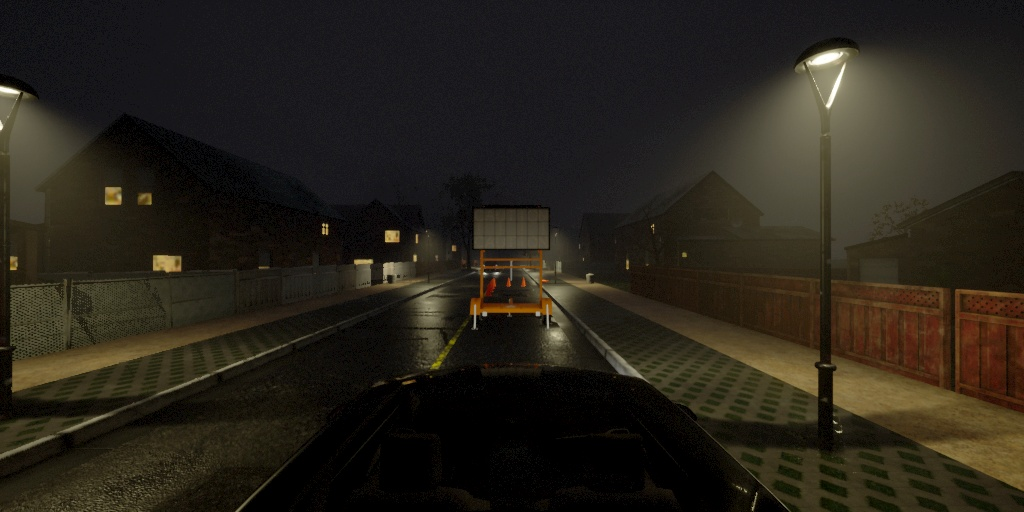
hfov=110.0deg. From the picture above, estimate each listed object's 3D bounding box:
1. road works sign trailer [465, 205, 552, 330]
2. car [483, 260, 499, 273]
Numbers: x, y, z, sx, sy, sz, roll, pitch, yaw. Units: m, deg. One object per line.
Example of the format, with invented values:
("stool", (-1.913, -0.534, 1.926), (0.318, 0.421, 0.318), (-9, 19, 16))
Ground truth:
("road works sign trailer", (-0.021, 0.221, 11.192), (2.380, 3.560, 2.880), (0, 0, 0))
("car", (-2.861, 1.274, 48.045), (2.097, 1.767, 4.553), (0, 0, 0))
